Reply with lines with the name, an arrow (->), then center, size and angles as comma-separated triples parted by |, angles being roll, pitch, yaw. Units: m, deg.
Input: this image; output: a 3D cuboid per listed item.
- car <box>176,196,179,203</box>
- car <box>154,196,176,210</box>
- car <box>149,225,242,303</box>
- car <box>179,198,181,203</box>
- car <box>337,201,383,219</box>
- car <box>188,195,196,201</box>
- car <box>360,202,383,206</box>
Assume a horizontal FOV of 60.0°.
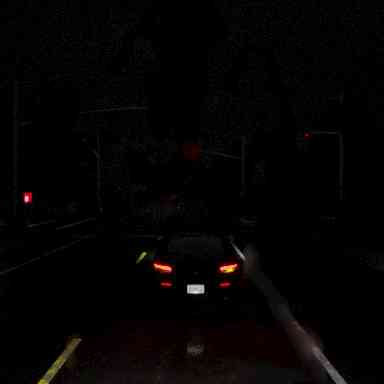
car -> -3.548, 1.526, 52.661 | 1.812, 1.442, 4.674 | 0, 0, 0
car -> -3.555, 1.352, 42.389 | 2.097, 1.767, 4.553 | 0, 0, 2
car -> 0.080, 1.526, 8.092 | 1.812, 1.442, 4.674 | 0, 0, 0
car -> -3.451, 1.525, 68.278 | 1.812, 1.442, 4.674 | 0, 0, 0
car -> 15.563, 1.528, 28.655 | 5.357, 1.411, 2.033 | 0, 0, -6
car -> 0.069, 1.525, 80.886 | 2.128, 1.511, 4.902 | 0, 0, 0
car -> 14.027, 1.472, 24.717 | 4.902, 1.511, 2.128 | 0, 0, -6
